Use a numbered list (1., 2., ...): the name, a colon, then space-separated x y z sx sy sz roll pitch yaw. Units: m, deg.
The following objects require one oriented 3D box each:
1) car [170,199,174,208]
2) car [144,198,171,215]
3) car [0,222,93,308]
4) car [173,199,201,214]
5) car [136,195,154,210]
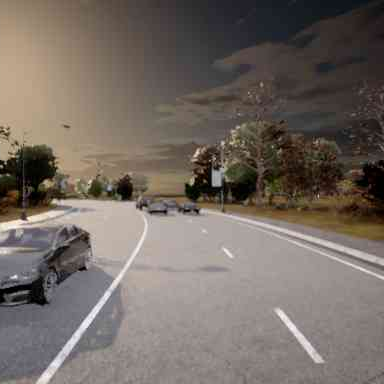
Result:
1. car: -3.340 1.718 48.479 2.128 1.511 4.902 0 0 -17
2. car: -3.902 1.735 36.983 1.994 1.385 4.181 0 0 -13
3. car: -3.836 1.535 8.210 2.128 1.511 4.902 0 0 -3
4. car: -0.463 1.773 37.634 1.895 1.301 4.718 0 0 -13
5. car: -6.582 1.442 47.110 2.150 2.045 5.566 0 0 -17
